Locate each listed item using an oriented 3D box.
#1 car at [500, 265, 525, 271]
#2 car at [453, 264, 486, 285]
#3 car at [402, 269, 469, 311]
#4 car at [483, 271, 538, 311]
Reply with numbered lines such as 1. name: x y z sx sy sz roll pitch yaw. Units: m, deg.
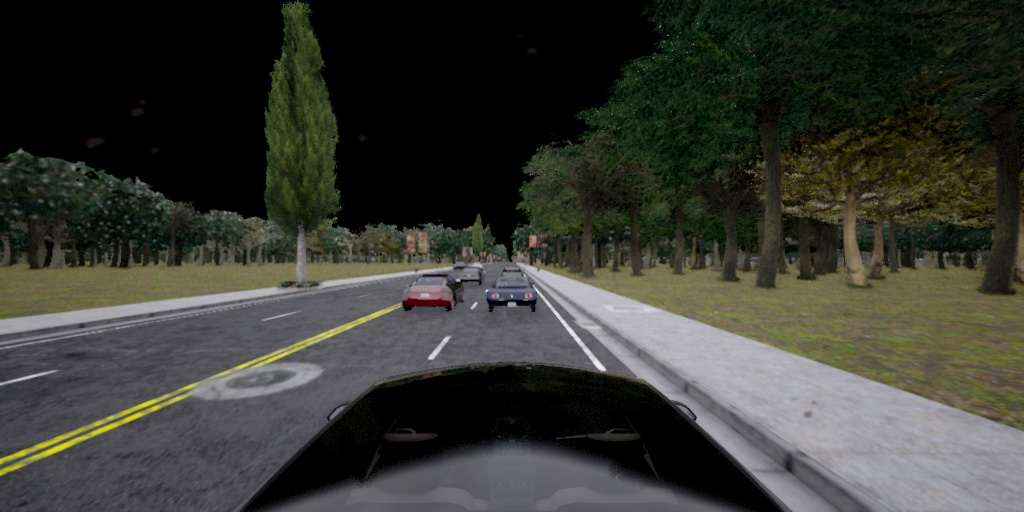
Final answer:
1. car: 0.025 1.541 30.370 2.128 1.511 4.902 0 0 1
2. car: -3.236 1.586 29.400 2.033 1.411 5.357 0 -1 0
3. car: -3.225 1.452 15.388 1.994 1.385 4.181 0 0 0
4. car: 0.020 1.486 15.113 1.895 1.301 4.718 0 -1 1
